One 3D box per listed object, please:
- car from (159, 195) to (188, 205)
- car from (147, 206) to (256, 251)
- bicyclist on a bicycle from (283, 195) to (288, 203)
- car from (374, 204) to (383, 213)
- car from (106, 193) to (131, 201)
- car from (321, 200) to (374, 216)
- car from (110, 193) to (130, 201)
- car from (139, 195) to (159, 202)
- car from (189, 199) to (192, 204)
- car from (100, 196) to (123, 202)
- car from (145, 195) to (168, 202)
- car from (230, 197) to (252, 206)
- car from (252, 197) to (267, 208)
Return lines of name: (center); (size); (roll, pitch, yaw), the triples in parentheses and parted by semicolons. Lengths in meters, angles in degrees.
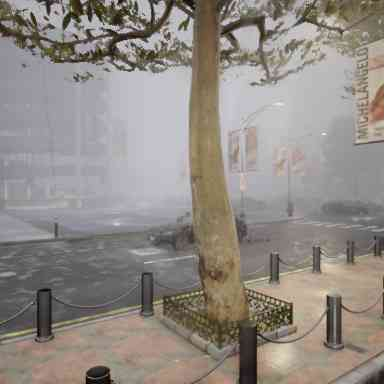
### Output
car: (-3.221, 1.352, 59.858); (2.097, 1.767, 4.553); (0, 0, -42)
car: (0.361, 1.526, 14.152); (4.674, 1.442, 1.812); (0, 0, -36)
bicyclist on a bicycle: (17.569, 1.300, 62.357); (1.656, 1.620, 0.582); (0, 0, -36)
car: (18.480, 1.564, 36.334); (1.994, 1.385, 4.181); (0, 0, -36)
car: (-17.889, 1.165, 81.222); (5.566, 2.045, 2.150); (0, 0, 11)
car: (14.803, 1.546, 32.560); (2.033, 1.411, 5.357); (0, 0, -10)
car: (-16.081, 1.426, 69.589); (5.357, 1.411, 2.033); (0, 0, 22)
car: (-9.545, 1.524, 74.225); (4.674, 1.442, 1.812); (0, 0, 26)
car: (-1.612, 1.525, 63.351); (1.812, 1.442, 4.674); (0, 0, -43)
car: (-18.822, 1.545, 77.848); (4.718, 1.301, 1.895); (0, 0, 11)
car: (-8.332, 1.525, 77.525); (4.902, 1.511, 2.128); (0, 0, 26)
car: (5.666, 1.546, 48.140); (2.033, 1.411, 5.357); (0, 0, -36)
car: (8.918, 1.478, 49.606); (1.882, 1.535, 5.008); (0, 0, -37)
